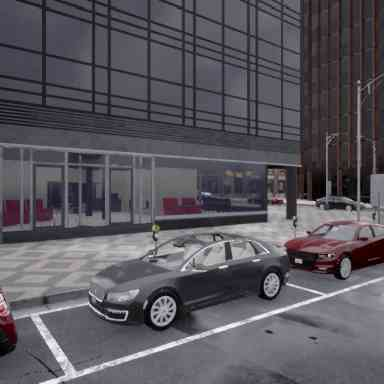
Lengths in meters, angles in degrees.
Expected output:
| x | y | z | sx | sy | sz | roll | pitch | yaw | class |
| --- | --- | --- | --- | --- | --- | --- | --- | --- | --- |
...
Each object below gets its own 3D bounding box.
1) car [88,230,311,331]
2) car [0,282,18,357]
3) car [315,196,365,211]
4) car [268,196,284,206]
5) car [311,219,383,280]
| x | y | z | sx | sy | sz | roll | pitch | yaw | class |
| --- | --- | --- | --- | --- | --- | --- | --- | --- | --- |
| 0.155 | 1.551 | 6.767 | 4.403 | 1.369 | 2.008 | 0 | 0 | -36 | car |
| -4.284 | 1.440 | 3.593 | 4.097 | 1.590 | 1.967 | 0 | 0 | -36 | car |
| 15.011 | 1.160 | 33.833 | 1.837 | 1.490 | 4.892 | 0 | 1 | -36 | car |
| 9.244 | 1.065 | 41.871 | 1.895 | 1.301 | 4.718 | 0 | 1 | -36 | car |
| 4.594 | 1.545 | 9.940 | 4.507 | 1.381 | 1.887 | 0 | 0 | -36 | car |
